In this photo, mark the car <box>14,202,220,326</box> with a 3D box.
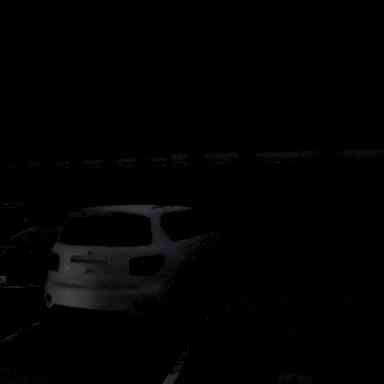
[{"bbox_3d":[-0.778,1.284,7.456,2.435,2.045,5.566,-1,-1,15],"label":"car"}]

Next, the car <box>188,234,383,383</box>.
[{"bbox_3d":[1.665,1.533,5.635,2.163,1.488,4.792,0,-1,16],"label":"car"}]

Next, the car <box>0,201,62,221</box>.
[{"bbox_3d":[-5.719,1.343,10.909,2.435,2.045,5.566,0,-1,16],"label":"car"}]

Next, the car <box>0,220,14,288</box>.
[{"bbox_3d":[-3.261,1.566,9.172,2.231,1.521,4.892,-1,-1,16],"label":"car"}]
